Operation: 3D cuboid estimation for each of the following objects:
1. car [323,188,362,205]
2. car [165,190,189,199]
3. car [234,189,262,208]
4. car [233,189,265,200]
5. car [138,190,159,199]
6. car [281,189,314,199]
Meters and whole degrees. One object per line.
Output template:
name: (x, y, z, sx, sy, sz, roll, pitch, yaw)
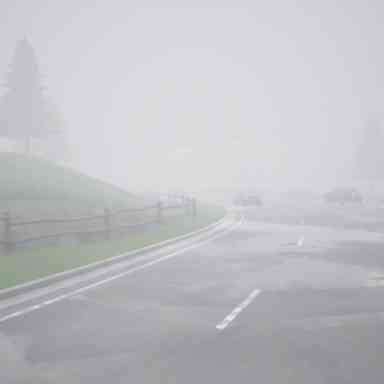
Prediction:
car: (15.649, 0.347, 34.912, 2.097, 1.767, 4.553, -1, 1, -6)
car: (-2.692, 0.352, 58.445, 1.882, 1.535, 5.008, -2, 2, -42)
car: (5.535, 0.746, 33.398, 1.812, 1.442, 4.674, -1, 1, -7)
car: (8.234, 0.350, 48.746, 2.128, 1.511, 4.902, -1, 1, -26)
car: (-7.662, 0.452, 58.787, 2.128, 1.511, 4.902, -2, 1, -42)
car: (15.723, 0.239, 49.880, 2.033, 1.411, 5.357, -2, 1, -27)
